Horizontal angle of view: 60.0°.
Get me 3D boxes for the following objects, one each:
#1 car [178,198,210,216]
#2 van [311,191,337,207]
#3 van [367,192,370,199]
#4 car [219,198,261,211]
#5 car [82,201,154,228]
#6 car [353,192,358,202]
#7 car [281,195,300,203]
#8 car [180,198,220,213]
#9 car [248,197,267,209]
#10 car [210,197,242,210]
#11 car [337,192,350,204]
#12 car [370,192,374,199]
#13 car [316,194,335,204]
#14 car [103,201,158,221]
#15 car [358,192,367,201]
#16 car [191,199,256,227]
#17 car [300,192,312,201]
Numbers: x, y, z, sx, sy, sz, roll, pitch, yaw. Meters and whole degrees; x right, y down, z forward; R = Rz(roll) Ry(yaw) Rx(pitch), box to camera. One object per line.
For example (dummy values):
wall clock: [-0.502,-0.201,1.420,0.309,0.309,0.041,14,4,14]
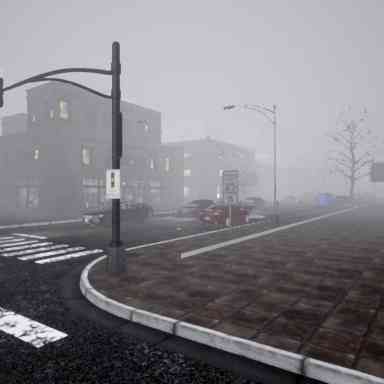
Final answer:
car: [0.701,1.353,29.499,1.812,1.442,4.674,0,0,35]
van: [17.191,1.021,43.198,1.690,1.788,3.998,0,1,35]
van: [36.020,0.805,70.490,1.690,1.788,3.998,0,1,35]
car: [3.890,1.417,28.483,1.895,1.301,4.718,0,0,35]
car: [-4.801,1.384,21.531,2.128,1.511,4.902,0,0,35]
car: [26.605,1.116,56.846,1.887,1.381,4.507,0,1,35]
car: [16.569,1.201,57.056,1.802,1.307,4.206,0,1,35]
car: [0.878,1.355,34.314,2.008,1.369,4.403,0,1,35]
car: [7.143,1.277,38.822,1.812,1.442,4.674,0,0,35]
car: [4.016,1.333,38.862,1.947,1.339,4.313,0,1,35]
car: [23.467,1.173,52.297,1.947,1.339,4.313,0,1,35]
car: [39.158,0.973,75.040,1.887,1.381,4.507,0,1,35]
car: [22.150,1.079,54.975,1.882,1.535,5.008,0,0,34]
car: [-4.723,1.452,26.195,1.802,1.307,4.206,0,1,35]
car: [32.882,0.939,65.942,1.967,1.590,4.097,0,1,35]
car: [2.175,1.403,21.436,1.887,1.381,4.507,0,1,35]
car: [22.845,0.862,66.152,2.192,1.841,5.009,0,1,35]
